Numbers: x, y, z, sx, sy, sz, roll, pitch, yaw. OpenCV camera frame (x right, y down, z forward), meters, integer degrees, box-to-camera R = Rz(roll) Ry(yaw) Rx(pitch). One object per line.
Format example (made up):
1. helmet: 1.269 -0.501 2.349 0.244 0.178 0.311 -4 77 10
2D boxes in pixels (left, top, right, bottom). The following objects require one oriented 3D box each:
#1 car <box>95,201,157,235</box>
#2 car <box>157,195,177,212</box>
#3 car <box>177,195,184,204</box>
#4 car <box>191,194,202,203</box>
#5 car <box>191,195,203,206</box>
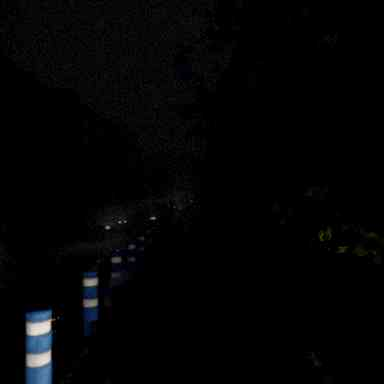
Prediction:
1. car: -3.750 1.463 18.644 2.128 1.511 4.902 0 0 9
2. car: -2.967 1.378 35.349 1.882 1.535 5.008 0 0 1
3. car: -2.416 1.276 57.678 2.128 1.511 4.902 0 0 2
4. car: 0.986 1.260 65.432 2.033 1.411 5.357 -2 1 1
5. car: 0.772 1.379 49.250 2.033 1.411 5.357 0 0 1
